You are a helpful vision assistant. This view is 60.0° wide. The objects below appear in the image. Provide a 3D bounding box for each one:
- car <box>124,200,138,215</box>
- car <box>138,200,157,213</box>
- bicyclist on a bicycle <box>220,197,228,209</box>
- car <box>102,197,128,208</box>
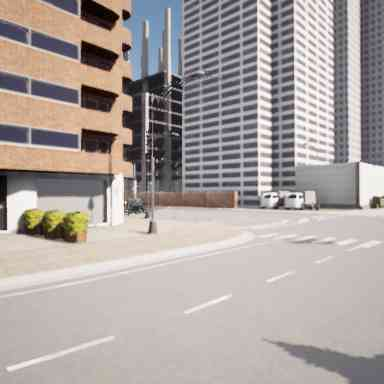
[{"bbox_3d":[-8.293,1.831,36.789,4.181,1.385,1.994,0,0,43],"label":"car"},{"bbox_3d":[-6.299,1.777,39.716,4.892,1.490,1.837,0,0,43],"label":"car"},{"bbox_3d":[4.427,1.558,46.086,0.582,1.620,1.656,0,0,43],"label":"bicyclist on a bicycle"},{"bbox_3d":[-12.921,1.728,55.592,4.553,1.767,2.097,0,0,43],"label":"car"}]
